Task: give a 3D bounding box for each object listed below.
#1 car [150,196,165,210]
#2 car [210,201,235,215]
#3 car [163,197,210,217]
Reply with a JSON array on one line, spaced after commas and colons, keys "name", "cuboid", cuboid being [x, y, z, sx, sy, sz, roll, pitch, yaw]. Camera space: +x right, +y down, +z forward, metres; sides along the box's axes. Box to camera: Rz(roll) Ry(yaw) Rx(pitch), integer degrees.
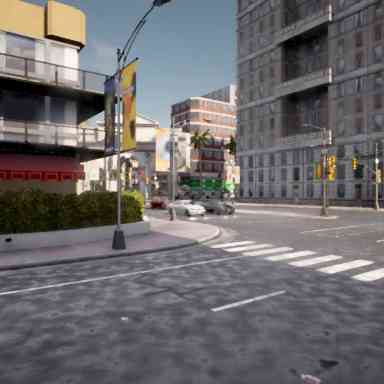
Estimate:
[{"name": "car", "cuboid": [-3.509, 1.354, 42.345, 2.097, 1.767, 4.553, 0, 0, -35]}, {"name": "car", "cuboid": [2.449, 1.563, 33.837, 1.994, 1.385, 4.181, 0, 0, -35]}, {"name": "car", "cuboid": [-0.623, 1.525, 32.117, 1.812, 1.442, 4.674, 0, 0, -35]}]
